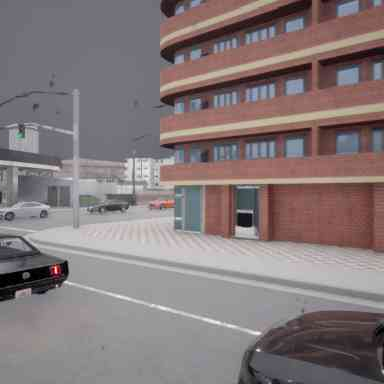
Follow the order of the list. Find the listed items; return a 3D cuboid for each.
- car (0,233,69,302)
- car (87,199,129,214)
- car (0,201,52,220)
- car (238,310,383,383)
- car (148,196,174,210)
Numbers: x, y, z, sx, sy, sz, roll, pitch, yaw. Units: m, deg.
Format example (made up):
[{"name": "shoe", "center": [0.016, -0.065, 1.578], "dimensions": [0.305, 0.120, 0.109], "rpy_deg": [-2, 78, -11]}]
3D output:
[{"name": "car", "center": [-4.939, 1.599, 7.503], "dimensions": [4.718, 1.301, 1.895], "rpy_deg": [0, 0, 36]}, {"name": "car", "center": [-8.915, 1.509, 35.602], "dimensions": [2.128, 1.511, 4.902], "rpy_deg": [0, 0, 35]}, {"name": "car", "center": [-14.142, 1.523, 27.958], "dimensions": [1.812, 1.442, 4.674], "rpy_deg": [0, 0, 34]}, {"name": "car", "center": [2.641, 1.514, 2.111], "dimensions": [4.892, 1.490, 1.837], "rpy_deg": [0, 0, 35]}, {"name": "car", "center": [-3.679, 1.389, 43.190], "dimensions": [2.097, 1.767, 4.553], "rpy_deg": [0, 0, 35]}]
